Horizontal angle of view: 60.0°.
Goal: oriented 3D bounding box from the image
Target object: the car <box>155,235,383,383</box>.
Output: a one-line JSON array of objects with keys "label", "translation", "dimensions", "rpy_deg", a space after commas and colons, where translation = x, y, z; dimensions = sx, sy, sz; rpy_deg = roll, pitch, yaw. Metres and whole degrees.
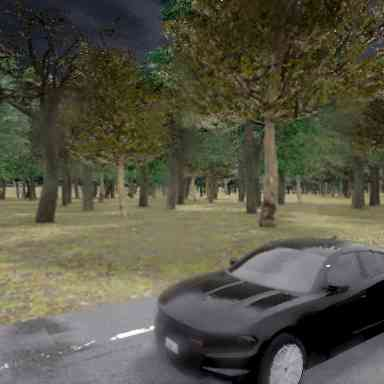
[{"label": "car", "translation": [1.804, 1.508, 5.273], "dimensions": [5.008, 1.535, 1.882], "rpy_deg": [1, 0, -35]}]
